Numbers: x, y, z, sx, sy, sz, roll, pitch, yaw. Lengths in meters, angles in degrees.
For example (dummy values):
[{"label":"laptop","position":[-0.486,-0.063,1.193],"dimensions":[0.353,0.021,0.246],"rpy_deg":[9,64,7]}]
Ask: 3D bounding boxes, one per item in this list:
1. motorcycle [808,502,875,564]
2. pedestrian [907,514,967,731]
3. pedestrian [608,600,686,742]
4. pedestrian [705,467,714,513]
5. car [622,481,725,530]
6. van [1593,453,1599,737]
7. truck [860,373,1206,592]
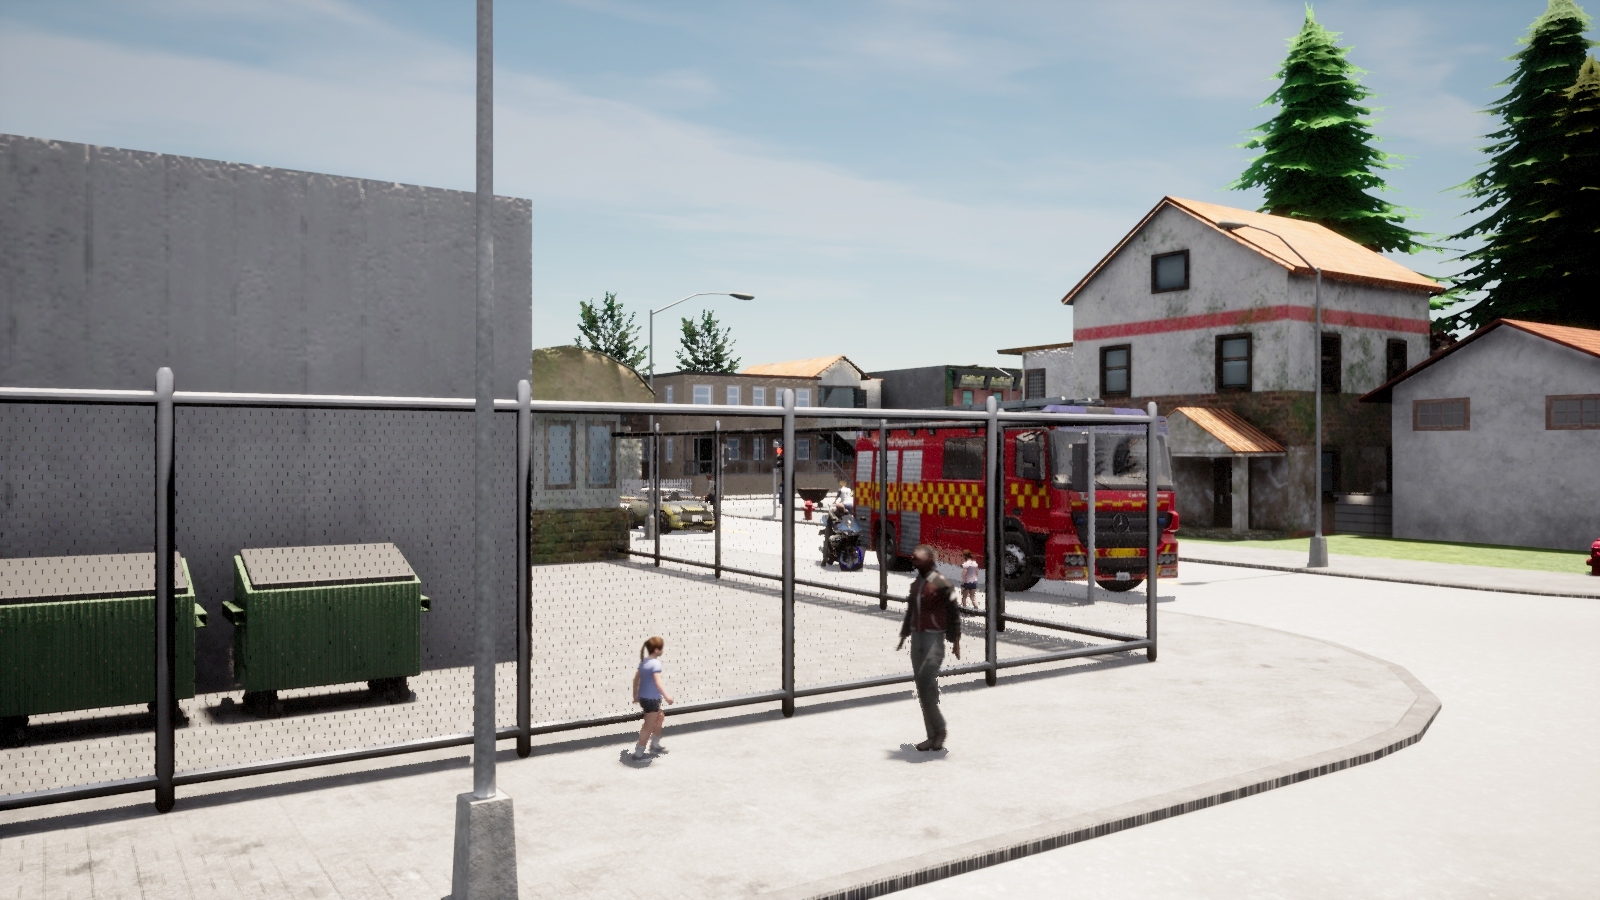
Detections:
[{"label":"motorcycle","position":[0.923,1.872,26.186],"dimensions":[0.867,1.251,2.209],"rpy_deg":[0,0,-17]},{"label":"pedestrian","position":[1.226,1.517,10.215],"dimensions":[0.375,1.860,0.375],"rpy_deg":[0,0,-37]},{"label":"pedestrian","position":[-1.330,1.896,9.913],"dimensions":[0.500,1.100,0.500],"rpy_deg":[0,0,-34]},{"label":"pedestrian","position":[-3.658,1.628,46.236],"dimensions":[0.375,1.860,0.375],"rpy_deg":[0,0,-2]},{"label":"car","position":[-4.381,1.845,39.121],"dimensions":[1.970,1.475,3.806],"rpy_deg":[0,0,-33]},{"label":"van","position":[10.206,1.314,11.143],"dimensions":[5.915,2.561,1.988],"rpy_deg":[0,0,-33]},{"label":"truck","position":[4.477,0.646,24.441],"dimensions":[2.891,3.827,8.468],"rpy_deg":[2,-1,-23]}]
